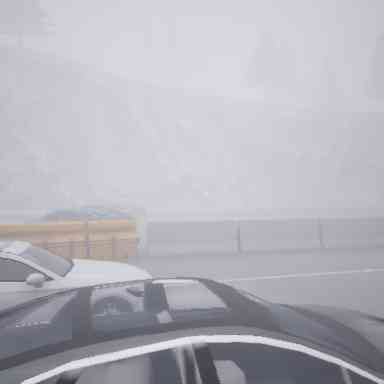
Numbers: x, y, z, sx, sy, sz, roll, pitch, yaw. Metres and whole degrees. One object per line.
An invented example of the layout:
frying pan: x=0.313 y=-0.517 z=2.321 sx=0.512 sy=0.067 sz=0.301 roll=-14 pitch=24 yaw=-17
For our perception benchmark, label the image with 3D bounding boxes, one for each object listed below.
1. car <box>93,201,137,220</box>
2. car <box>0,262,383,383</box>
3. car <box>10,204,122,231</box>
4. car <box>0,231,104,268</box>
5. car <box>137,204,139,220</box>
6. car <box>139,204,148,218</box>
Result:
car: x=-5.928 y=1.473 z=19.158 sx=5.008 sy=1.535 sz=1.882 roll=0 pitch=0 yaw=-17
car: x=0.067 y=1.488 z=2.512 sx=4.902 sy=1.511 sz=2.128 roll=0 pitch=0 yaw=-16
car: x=-5.943 y=1.502 z=15.502 sx=4.892 sy=1.490 sz=1.837 roll=0 pitch=0 yaw=-17
car: x=-2.947 y=1.526 z=5.260 sx=4.674 sy=1.442 sz=1.812 roll=0 pitch=0 yaw=-17
car: x=-6.393 y=1.471 z=22.666 sx=5.008 sy=1.535 sz=1.882 roll=0 pitch=0 yaw=-16
car: x=-5.978 y=1.483 z=26.432 sx=4.902 sy=1.511 sz=2.128 roll=0 pitch=0 yaw=-16
